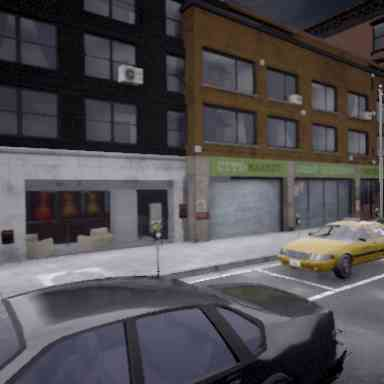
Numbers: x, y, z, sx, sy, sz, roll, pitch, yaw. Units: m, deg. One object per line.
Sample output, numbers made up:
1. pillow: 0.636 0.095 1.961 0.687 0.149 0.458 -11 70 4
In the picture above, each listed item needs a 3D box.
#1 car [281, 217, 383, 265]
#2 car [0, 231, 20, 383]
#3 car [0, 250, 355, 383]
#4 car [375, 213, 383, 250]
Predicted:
1. car: 4.556 1.451 9.788 4.829 1.417 1.752 -1 0 -35
2. car: -4.257 1.453 3.505 4.097 1.590 1.967 -1 0 -35
3. car: -0.898 1.542 2.730 5.357 1.411 2.033 -1 0 -35
4. car: 9.171 1.464 13.078 4.206 1.307 1.802 -1 0 -35
